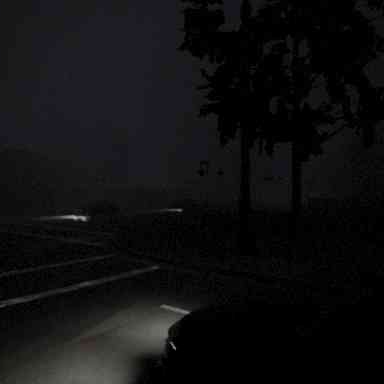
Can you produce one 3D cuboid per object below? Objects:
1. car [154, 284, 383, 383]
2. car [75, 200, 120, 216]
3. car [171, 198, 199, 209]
[{"bbox_3d":[1.815,1.526,2.676,4.674,1.442,1.812,0,0,36],"label":"car"},{"bbox_3d":[-8.710,1.455,31.013,1.994,1.385,4.181,0,0,34],"label":"car"},{"bbox_3d":[-0.906,1.452,42.551,1.994,1.385,4.181,0,0,34],"label":"car"}]
